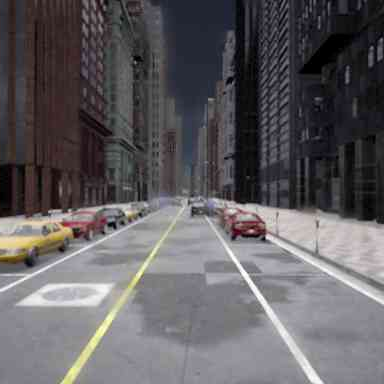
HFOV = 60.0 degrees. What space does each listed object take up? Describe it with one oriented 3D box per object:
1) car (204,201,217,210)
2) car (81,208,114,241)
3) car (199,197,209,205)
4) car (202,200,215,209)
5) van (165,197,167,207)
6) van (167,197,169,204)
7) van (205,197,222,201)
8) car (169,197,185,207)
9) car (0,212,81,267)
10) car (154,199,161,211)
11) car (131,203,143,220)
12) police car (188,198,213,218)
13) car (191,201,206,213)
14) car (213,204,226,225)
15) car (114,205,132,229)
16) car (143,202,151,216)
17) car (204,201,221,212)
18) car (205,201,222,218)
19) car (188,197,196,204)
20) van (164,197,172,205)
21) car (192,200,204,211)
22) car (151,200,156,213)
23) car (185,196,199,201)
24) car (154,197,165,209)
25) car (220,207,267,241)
[{"bbox_3d":[2.762,2.101,51.570,1.802,1.307,4.206,0,-1,0],"label":"car"},{"bbox_3d":[-5.763,1.718,17.737,1.887,1.381,4.507,0,-1,0],"label":"car"},{"bbox_3d":[2.762,2.142,79.752,2.192,1.841,5.009,0,-1,0],"label":"car"},{"bbox_3d":[2.762,2.130,57.207,2.008,1.369,4.403,0,-1,0],"label":"car"},{"bbox_3d":[-5.763,1.920,57.193,1.690,1.788,3.998,0,-1,0],"label":"van"},{"bbox_3d":[-5.763,1.981,62.829,1.690,1.788,3.998,0,-1,0],"label":"van"},{"bbox_3d":[2.762,1.742,40.301,1.690,1.788,3.998,0,-1,0],"label":"van"},{"bbox_3d":[-3.024,2.222,64.608,1.994,1.385,4.181,0,-1,1],"label":"car"},{"bbox_3d":[-5.763,1.642,11.931,1.752,1.417,4.829,0,-1,0],"label":"car"},{"bbox_3d":[-5.763,2.025,45.918,1.947,1.339,4.313,0,-1,0],"label":"car"},{"bbox_3d":[-5.763,1.809,28.840,1.752,1.417,4.829,0,-1,0],"label":"car"},{"bbox_3d":[0.777,1.774,35.133,1.930,1.638,5.238,0,-1,-2],"label":"police car"},{"bbox_3d":[0.839,1.956,45.048,1.837,1.490,4.892,0,-1,0],"label":"car"},{"bbox_3d":[2.762,1.774,23.391,1.887,1.381,4.507,0,-1,0],"label":"car"},{"bbox_3d":[-5.763,1.795,23.373,1.947,1.339,4.313,0,-1,0],"label":"car"},{"bbox_3d":[-5.763,1.908,34.645,1.947,1.339,4.313,0,-1,0],"label":"car"},{"bbox_3d":[2.762,2.010,45.935,2.008,1.369,4.403,0,-1,0],"label":"car"},{"bbox_3d":[2.762,1.893,34.662,2.008,1.369,4.403,0,-1,0],"label":"car"},{"bbox_3d":[0.002,2.158,86.093,2.097,1.767,4.553,0,-1,0],"label":"car"},{"bbox_3d":[-5.763,2.167,79.737,1.690,1.788,3.998,0,-1,0],"label":"van"},{"bbox_3d":[0.901,2.039,51.047,1.812,1.442,4.674,0,-1,0],"label":"car"},{"bbox_3d":[-5.763,1.982,40.282,1.802,1.307,4.206,0,-1,0],"label":"car"},{"bbox_3d":[0.002,2.114,71.122,1.882,1.535,5.008,0,-1,0],"label":"car"},{"bbox_3d":[-5.763,1.959,51.556,1.967,1.590,4.097,0,-1,0],"label":"car"},{"bbox_3d":[2.762,1.719,17.755,1.887,1.381,4.507,0,-1,0],"label":"car"}]
